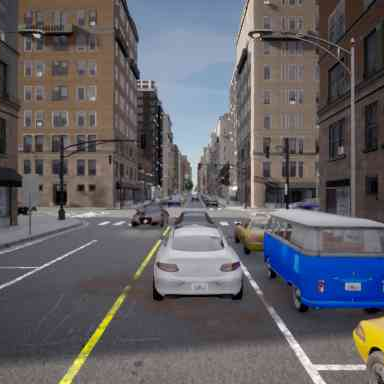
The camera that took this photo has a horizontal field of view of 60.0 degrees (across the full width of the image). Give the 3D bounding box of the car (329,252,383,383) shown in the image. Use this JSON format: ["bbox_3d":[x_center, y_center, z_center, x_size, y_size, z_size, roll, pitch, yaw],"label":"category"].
[{"bbox_3d":[2.679,1.526,1.891,1.752,1.417,4.829,1,0,0],"label":"car"}]

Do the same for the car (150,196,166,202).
[{"bbox_3d":[-5.454,1.588,50.850,1.802,1.307,4.206,1,0,1],"label":"car"}]

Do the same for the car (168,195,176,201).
[{"bbox_3d":[-4.979,1.526,83.852,1.752,1.417,4.829,1,0,1],"label":"car"}]

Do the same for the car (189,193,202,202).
[{"bbox_3d":[0.763,1.526,76.326,1.812,1.442,4.674,0,0,1],"label":"car"}]

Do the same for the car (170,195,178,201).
[{"bbox_3d":[-4.898,1.565,89.551,1.947,1.339,4.313,1,0,1],"label":"car"}]

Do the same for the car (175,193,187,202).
[{"bbox_3d":[-2.511,1.482,61.835,1.882,1.535,5.008,0,0,1],"label":"car"}]

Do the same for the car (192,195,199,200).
[{"bbox_3d":[0.987,1.538,91.968,2.033,1.411,5.357,0,0,1],"label":"car"}]

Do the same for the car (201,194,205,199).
[{"bbox_3d":[3.229,1.554,61.791,2.008,1.369,4.403,1,0,1],"label":"car"}]

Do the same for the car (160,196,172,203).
[{"bbox_3d":[-5.215,1.549,67.436,1.887,1.381,4.507,1,0,1],"label":"car"}]

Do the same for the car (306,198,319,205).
[{"bbox_3d":[15.489,1.680,35.482,5.357,1.411,2.033,0,-1,0],"label":"car"}]

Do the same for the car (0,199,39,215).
[{"bbox_3d":[-18.043,1.411,32.311,5.357,1.411,2.033,0,-1,0],"label":"car"}]

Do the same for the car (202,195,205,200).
[{"bbox_3d":[3.150,1.549,56.261,1.887,1.381,4.507,1,0,1],"label":"car"}]

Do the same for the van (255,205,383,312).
[{"bbox_3d":[2.689,1.342,7.395,1.690,1.788,3.998,1,0,0],"label":"van"}]

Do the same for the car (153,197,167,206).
[{"bbox_3d":[-5.375,1.571,56.378,1.947,1.339,4.313,1,0,1],"label":"car"}]

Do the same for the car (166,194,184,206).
[{"bbox_3d":[-2.674,1.483,52.175,1.882,1.535,5.008,0,0,1],"label":"car"}]

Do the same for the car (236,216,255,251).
[{"bbox_3d":[2.697,1.528,13.238,1.752,1.417,4.829,1,0,0],"label":"car"}]

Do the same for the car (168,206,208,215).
[{"bbox_3d":[0.116,1.566,15.580,1.994,1.385,4.181,0,0,0],"label":"car"}]

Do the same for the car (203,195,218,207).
[{"bbox_3d":[3.071,1.570,50.731,1.947,1.339,4.313,1,0,1],"label":"car"}]

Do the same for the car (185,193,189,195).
[{"bbox_3d":[-2.300,1.359,71.963,2.097,1.767,4.553,0,0,1],"label":"car"}]

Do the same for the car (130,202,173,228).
[{"bbox_3d":[-2.692,1.567,21.935,1.994,1.385,4.181,0,0,3],"label":"car"}]

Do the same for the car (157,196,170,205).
[{"bbox_3d":[-5.295,1.555,61.907,2.008,1.369,4.403,1,0,1],"label":"car"}]

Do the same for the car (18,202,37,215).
[{"bbox_3d":[-16.503,1.443,29.043,4.718,1.301,1.895,0,-1,1],"label":"car"}]

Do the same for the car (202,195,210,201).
[{"bbox_3d":[3.627,1.549,89.442,2.008,1.369,4.403,1,0,1],"label":"car"}]

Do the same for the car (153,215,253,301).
[{"bbox_3d":[0.089,1.527,8.244,1.812,1.442,4.674,0,0,-1],"label":"car"}]

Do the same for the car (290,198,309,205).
[{"bbox_3d":[13.618,1.506,38.750,4.553,1.767,2.097,0,-1,1],"label":"car"}]
